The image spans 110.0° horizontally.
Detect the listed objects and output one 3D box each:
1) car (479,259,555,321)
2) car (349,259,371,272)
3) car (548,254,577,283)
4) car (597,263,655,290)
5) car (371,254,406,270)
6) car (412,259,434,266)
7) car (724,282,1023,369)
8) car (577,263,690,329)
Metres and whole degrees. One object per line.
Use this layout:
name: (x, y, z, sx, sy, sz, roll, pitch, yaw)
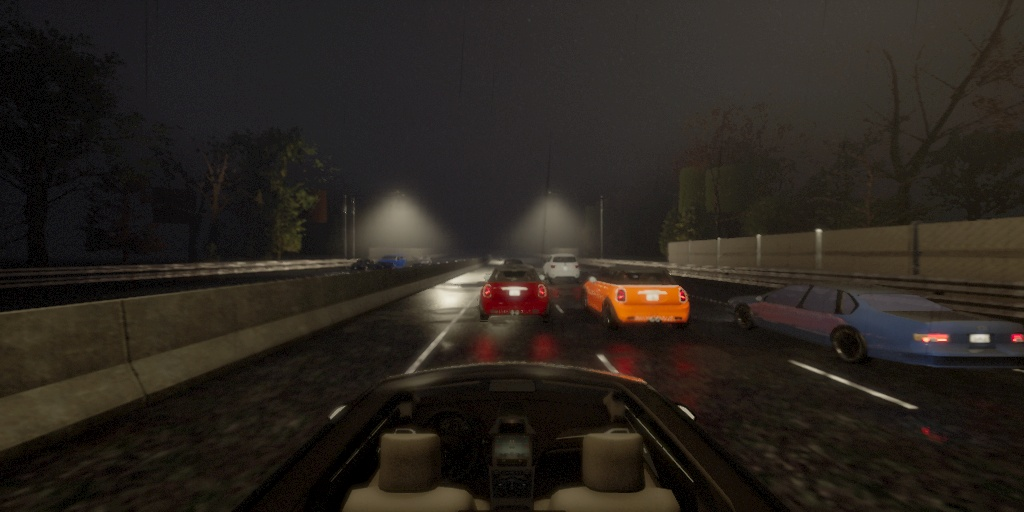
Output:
car: (0.088, 1.067, 12.384, 2.097, 1.767, 4.553, 0, 0, 0)
car: (-17.576, 1.114, 42.741, 1.837, 1.490, 4.892, 0, 1, 0)
car: (3.597, 0.886, 26.791, 2.150, 2.045, 5.566, 0, 0, 0)
car: (7.078, 1.227, 22.910, 2.033, 1.411, 5.357, 0, 0, 0)
car: (-14.079, 0.834, 41.923, 2.150, 2.045, 5.566, 0, 0, 0)
car: (-10.577, 1.100, 43.058, 2.128, 1.511, 4.902, 0, 0, 0)
car: (7.067, 1.277, 7.915, 2.033, 1.411, 5.357, 0, 0, 0)
car: (3.584, 1.070, 11.223, 2.097, 1.767, 4.553, 0, 0, 0)
